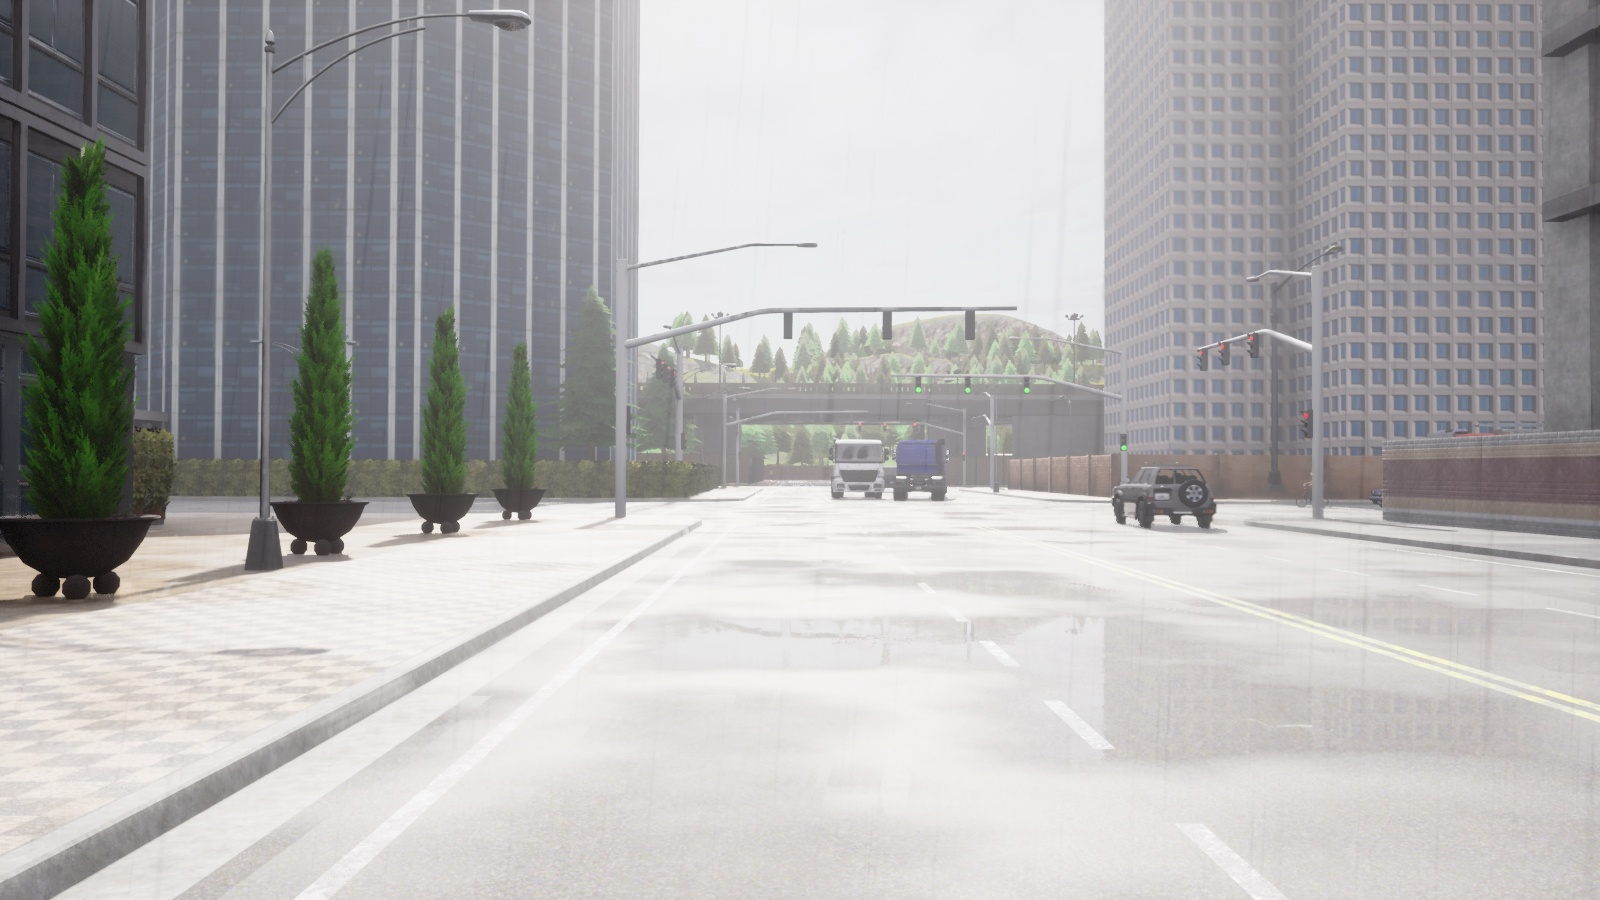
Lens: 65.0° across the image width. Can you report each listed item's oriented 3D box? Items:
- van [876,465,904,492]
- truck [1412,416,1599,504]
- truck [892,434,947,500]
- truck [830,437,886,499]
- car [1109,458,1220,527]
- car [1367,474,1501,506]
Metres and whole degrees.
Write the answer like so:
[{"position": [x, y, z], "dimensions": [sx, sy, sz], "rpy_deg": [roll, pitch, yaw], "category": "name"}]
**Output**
[{"position": [6.749, 2.118, 94.212], "dimensions": [1.775, 1.987, 4.442], "rpy_deg": [0, -1, 0], "category": "van"}, {"position": [32.533, 0.468, 56.589], "dimensions": [8.468, 3.827, 2.891], "rpy_deg": [0, -1, 0], "category": "truck"}, {"position": [6.727, 0.984, 70.362], "dimensions": [2.891, 3.462, 7.936], "rpy_deg": [0, -1, 6], "category": "truck"}, {"position": [3.300, 1.058, 73.939], "dimensions": [2.891, 3.462, 7.936], "rpy_deg": [0, -1, 0], "category": "truck"}, {"position": [10.440, 1.198, 36.343], "dimensions": [1.932, 1.855, 4.605], "rpy_deg": [0, -1, 1], "category": "car"}, {"position": [26.753, 1.698, 53.104], "dimensions": [4.718, 1.301, 1.895], "rpy_deg": [0, -1, 0], "category": "car"}]
